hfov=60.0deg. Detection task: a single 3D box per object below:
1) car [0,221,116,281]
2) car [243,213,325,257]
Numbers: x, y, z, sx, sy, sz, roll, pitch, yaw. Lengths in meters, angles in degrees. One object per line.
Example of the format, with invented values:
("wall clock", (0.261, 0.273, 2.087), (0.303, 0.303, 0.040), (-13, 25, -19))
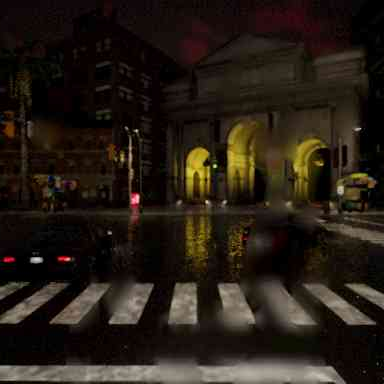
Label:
("car", (-3.589, 1.560, 9.870), (2.033, 1.411, 5.357), (0, 0, -3))
("car", (3.698, 1.543, 13.156), (1.812, 1.442, 4.674), (-1, -1, 39))
